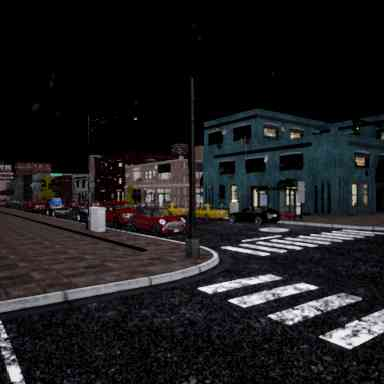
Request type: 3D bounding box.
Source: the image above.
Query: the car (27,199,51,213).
[{"bbox_3d":[-22.266,1.952,47.558,2.192,1.841,5.009,-1,0,-37],"label":"car"}]

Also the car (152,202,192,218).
[{"bbox_3d":[-2.176,1.819,34.468,1.752,1.417,4.829,-1,0,-37],"label":"car"}]

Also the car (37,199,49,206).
[{"bbox_3d":[-35.829,2.494,79.898,1.752,1.417,4.829,-2,0,-37],"label":"car"}]

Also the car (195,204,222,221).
[{"bbox_3d":[1.190,1.752,29.926,1.752,1.417,4.829,-1,0,-37],"label":"car"}]

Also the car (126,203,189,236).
[{"bbox_3d":[-2.069,1.673,20.301,1.967,1.590,4.097,-1,0,-37],"label":"car"}]

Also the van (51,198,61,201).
[{"bbox_3d":[-29.002,2.172,70.675,1.690,1.788,3.998,-1,0,-37],"label":"van"}]

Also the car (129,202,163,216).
[{"bbox_3d":[-5.439,1.910,38.875,2.008,1.369,4.403,-1,0,-37],"label":"car"}]

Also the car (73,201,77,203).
[{"bbox_3d":[-22.266,2.278,61.589,1.802,1.307,4.206,-1,0,-37],"label":"car"}]

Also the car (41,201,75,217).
[{"bbox_3d":[-15.530,2.053,38.472,2.008,1.369,4.403,-1,0,-37],"label":"car"}]

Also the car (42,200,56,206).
[{"bbox_3d":[-32.362,2.443,75.218,1.887,1.381,4.507,-2,0,-37],"label":"car"}]

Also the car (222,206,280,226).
[{"bbox_3d":[4.658,1.723,25.246,1.947,1.339,4.313,-1,0,-37],"label":"car"}]

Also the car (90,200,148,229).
[{"bbox_3d":[-5.438,1.615,24.843,2.192,1.841,5.009,-1,0,-37],"label":"car"}]

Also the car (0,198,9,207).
[{"bbox_3d":[-42.492,2.357,74.790,2.192,1.841,5.009,-1,0,-37],"label":"car"}]

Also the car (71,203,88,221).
[{"bbox_3d":[-8.798,1.918,29.387,2.008,1.369,4.403,-1,0,-37],"label":"car"}]

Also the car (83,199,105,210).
[{"bbox_3d":[-15.539,2.001,52.503,1.967,1.590,4.097,-1,0,-37],"label":"car"}]
